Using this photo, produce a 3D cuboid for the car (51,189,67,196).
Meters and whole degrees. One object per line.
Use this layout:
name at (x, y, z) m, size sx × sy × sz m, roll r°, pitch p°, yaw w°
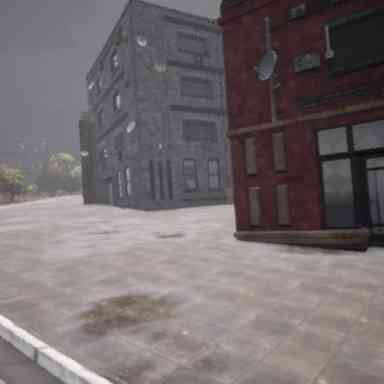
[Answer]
car at (-27.902, 0.247, 69.855) m, size 1.837 × 1.490 × 4.892 m, roll -5°, pitch 3°, yaw 2°
